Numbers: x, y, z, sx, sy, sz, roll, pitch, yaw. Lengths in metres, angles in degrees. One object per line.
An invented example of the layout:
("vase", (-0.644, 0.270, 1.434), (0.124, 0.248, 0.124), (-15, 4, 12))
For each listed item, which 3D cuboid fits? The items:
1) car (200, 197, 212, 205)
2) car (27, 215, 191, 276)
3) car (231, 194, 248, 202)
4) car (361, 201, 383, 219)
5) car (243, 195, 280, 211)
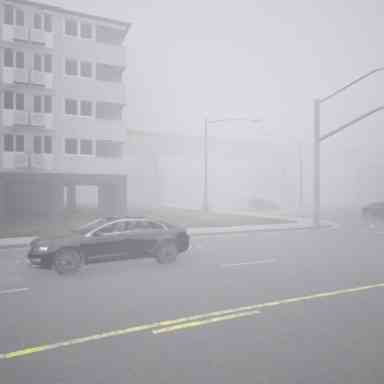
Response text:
("car", (2.440, 1.548, 59.391), (2.033, 1.411, 5.357), (0, 0, -1))
("car", (-2.401, 1.491, 10.364), (4.902, 1.511, 2.128), (0, 0, -27))
("car", (11.118, 1.540, 75.343), (2.033, 1.411, 5.357), (0, 0, 41))
("car", (15.863, 1.505, 26.338), (1.837, 1.490, 4.892), (0, 0, -21))
("car", (8.864, 1.505, 41.533), (1.837, 1.490, 4.892), (0, 0, -25))
